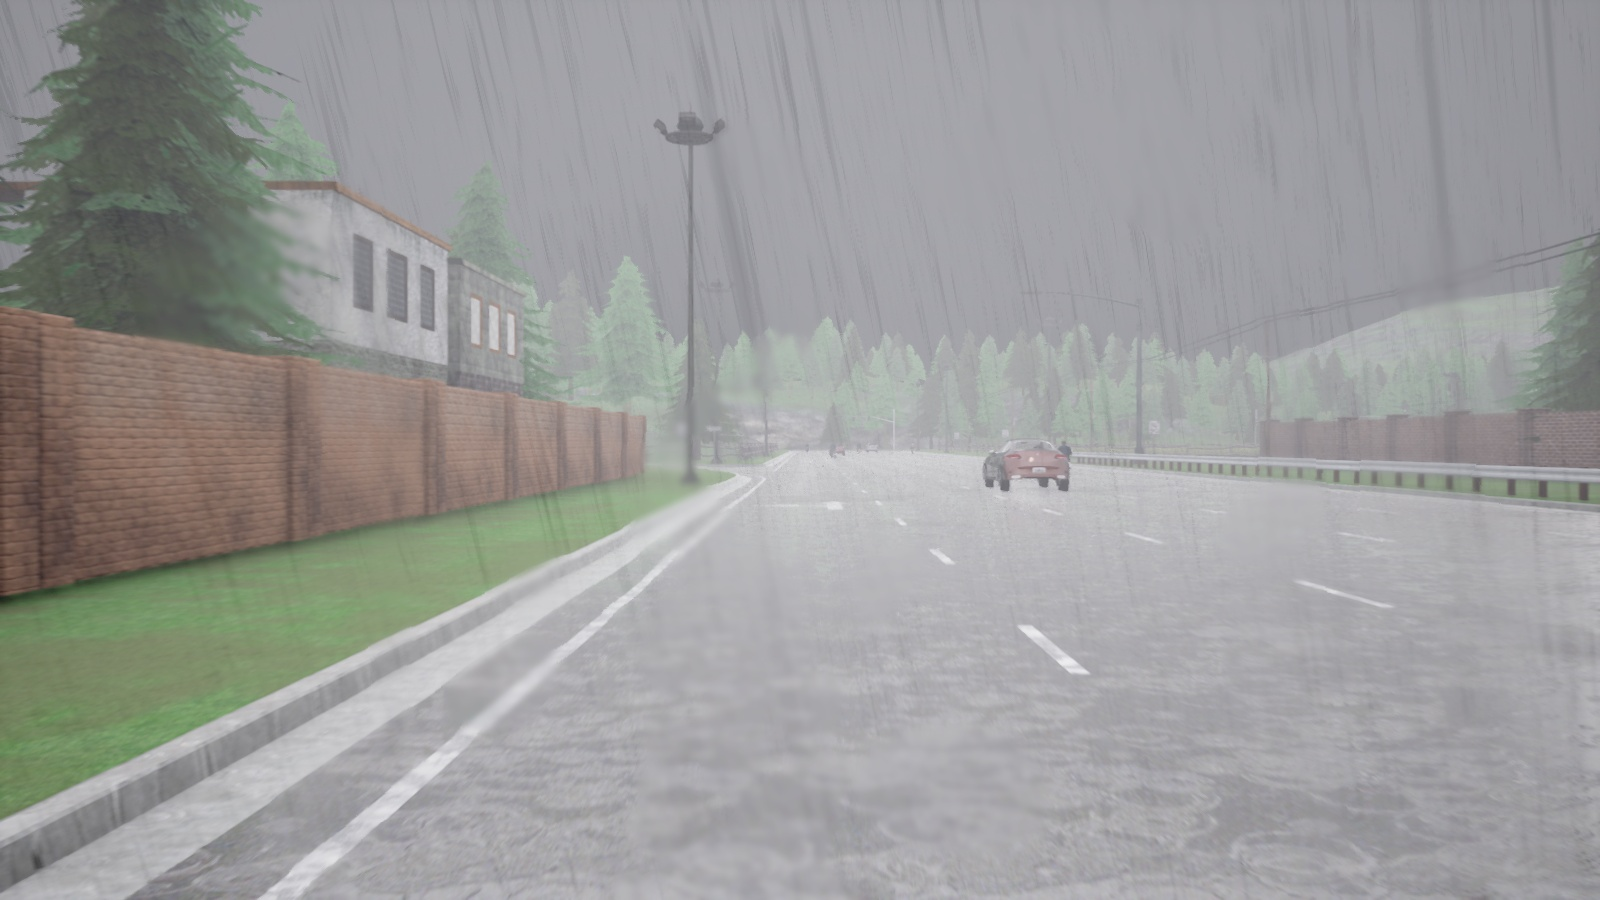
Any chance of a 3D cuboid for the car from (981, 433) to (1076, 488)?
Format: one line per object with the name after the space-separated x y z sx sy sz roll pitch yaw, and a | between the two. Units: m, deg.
7.245 0.304 40.370 2.152 1.651 5.027 0 0 0 | car
